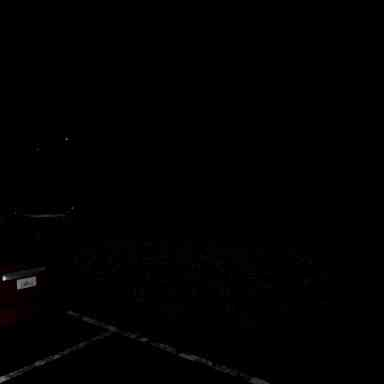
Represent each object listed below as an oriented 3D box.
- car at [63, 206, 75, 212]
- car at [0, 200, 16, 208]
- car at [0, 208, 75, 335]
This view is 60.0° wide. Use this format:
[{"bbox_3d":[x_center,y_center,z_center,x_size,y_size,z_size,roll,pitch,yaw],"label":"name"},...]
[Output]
[{"bbox_3d":[-12.195,1.837,37.971,1.895,1.301,4.718,-1,-1,36],"label":"car"},{"bbox_3d":[-18.271,1.502,29.784,2.097,1.767,4.553,-1,-1,37],"label":"car"},{"bbox_3d":[-4.171,1.316,5.927,5.009,1.841,2.192,0,-1,36],"label":"car"}]
